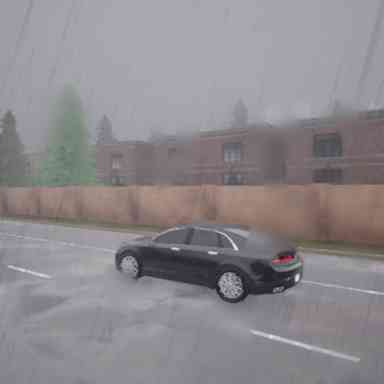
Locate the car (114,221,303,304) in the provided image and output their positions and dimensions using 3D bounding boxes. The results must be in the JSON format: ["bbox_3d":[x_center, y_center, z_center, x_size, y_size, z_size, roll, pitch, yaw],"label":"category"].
[{"bbox_3d":[0.166,1.489,8.176,4.892,1.490,1.837,0,0,36],"label":"car"}]
